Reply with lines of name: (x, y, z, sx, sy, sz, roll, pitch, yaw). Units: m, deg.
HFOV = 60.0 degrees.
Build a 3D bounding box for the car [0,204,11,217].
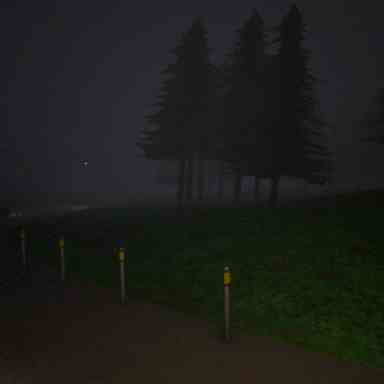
car: (-21.527, 2.041, 36.384, 2.128, 1.511, 4.902, 3, -1, -7)
